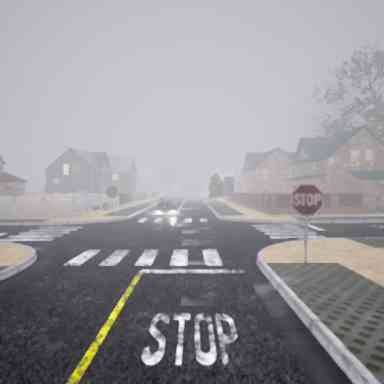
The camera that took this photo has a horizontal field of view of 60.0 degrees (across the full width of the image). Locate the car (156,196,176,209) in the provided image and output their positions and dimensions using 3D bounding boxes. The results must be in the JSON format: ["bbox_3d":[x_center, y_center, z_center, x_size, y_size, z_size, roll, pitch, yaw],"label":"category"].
[{"bbox_3d":[-2.688,1.128,35.563,1.895,1.301,4.718,0,1,0],"label":"car"}]
